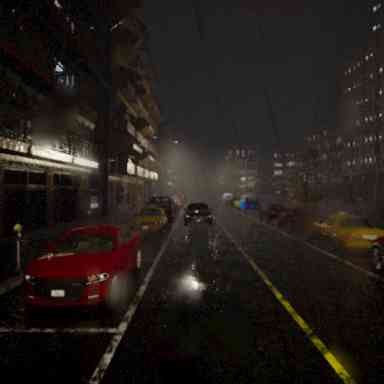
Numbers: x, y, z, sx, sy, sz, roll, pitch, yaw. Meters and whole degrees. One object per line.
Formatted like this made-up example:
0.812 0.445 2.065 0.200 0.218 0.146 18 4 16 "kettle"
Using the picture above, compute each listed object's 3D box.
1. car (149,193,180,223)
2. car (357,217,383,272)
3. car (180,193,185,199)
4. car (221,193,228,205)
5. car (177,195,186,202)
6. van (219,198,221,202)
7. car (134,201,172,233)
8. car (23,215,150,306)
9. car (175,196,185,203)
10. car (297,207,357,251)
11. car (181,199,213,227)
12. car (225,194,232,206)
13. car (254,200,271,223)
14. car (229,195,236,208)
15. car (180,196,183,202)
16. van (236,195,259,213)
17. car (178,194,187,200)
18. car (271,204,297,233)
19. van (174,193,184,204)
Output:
-2.292 1.211 24.597 2.192 1.841 5.009 0 0 0 "car"
6.054 1.426 8.000 1.967 1.590 4.097 0 0 0 "car"
-2.256 1.278 41.176 1.967 1.590 4.097 0 0 0 "car"
6.147 1.270 52.213 1.967 1.590 4.097 0 0 0 "car"
-2.198 1.338 68.810 1.802 1.307 4.206 0 0 0 "car"
6.158 1.154 57.740 1.690 1.788 3.998 0 0 0 "van"
-2.303 1.443 18.902 1.752 1.417 4.829 0 0 0 "car"
-2.326 1.505 8.018 1.887 1.381 4.507 0 0 0 "car"
-2.210 1.353 63.284 1.802 1.307 4.206 0 0 0 "car"
6.066 1.489 13.697 1.752 1.417 4.829 0 0 0 "car"
0.400 1.438 22.401 1.812 1.442 4.674 0 0 0 "car"
6.136 1.412 46.687 1.947 1.339 4.313 0 0 0 "car"
6.089 1.504 24.580 1.802 1.307 4.206 0 0 0 "car"
6.125 1.389 41.329 1.752 1.417 4.829 0 0 0 "car"
-2.267 1.407 35.652 2.008 1.369 4.403 0 0 0 "car"
6.112 1.224 35.633 1.690 1.788 3.998 0 0 0 "van"
-2.175 1.293 79.863 1.947 1.339 4.313 0 0 0 "car"
6.078 1.525 19.054 1.802 1.307 4.206 0 0 0 "car"
-2.222 1.128 57.757 1.690 1.788 3.998 0 0 0 "van"
